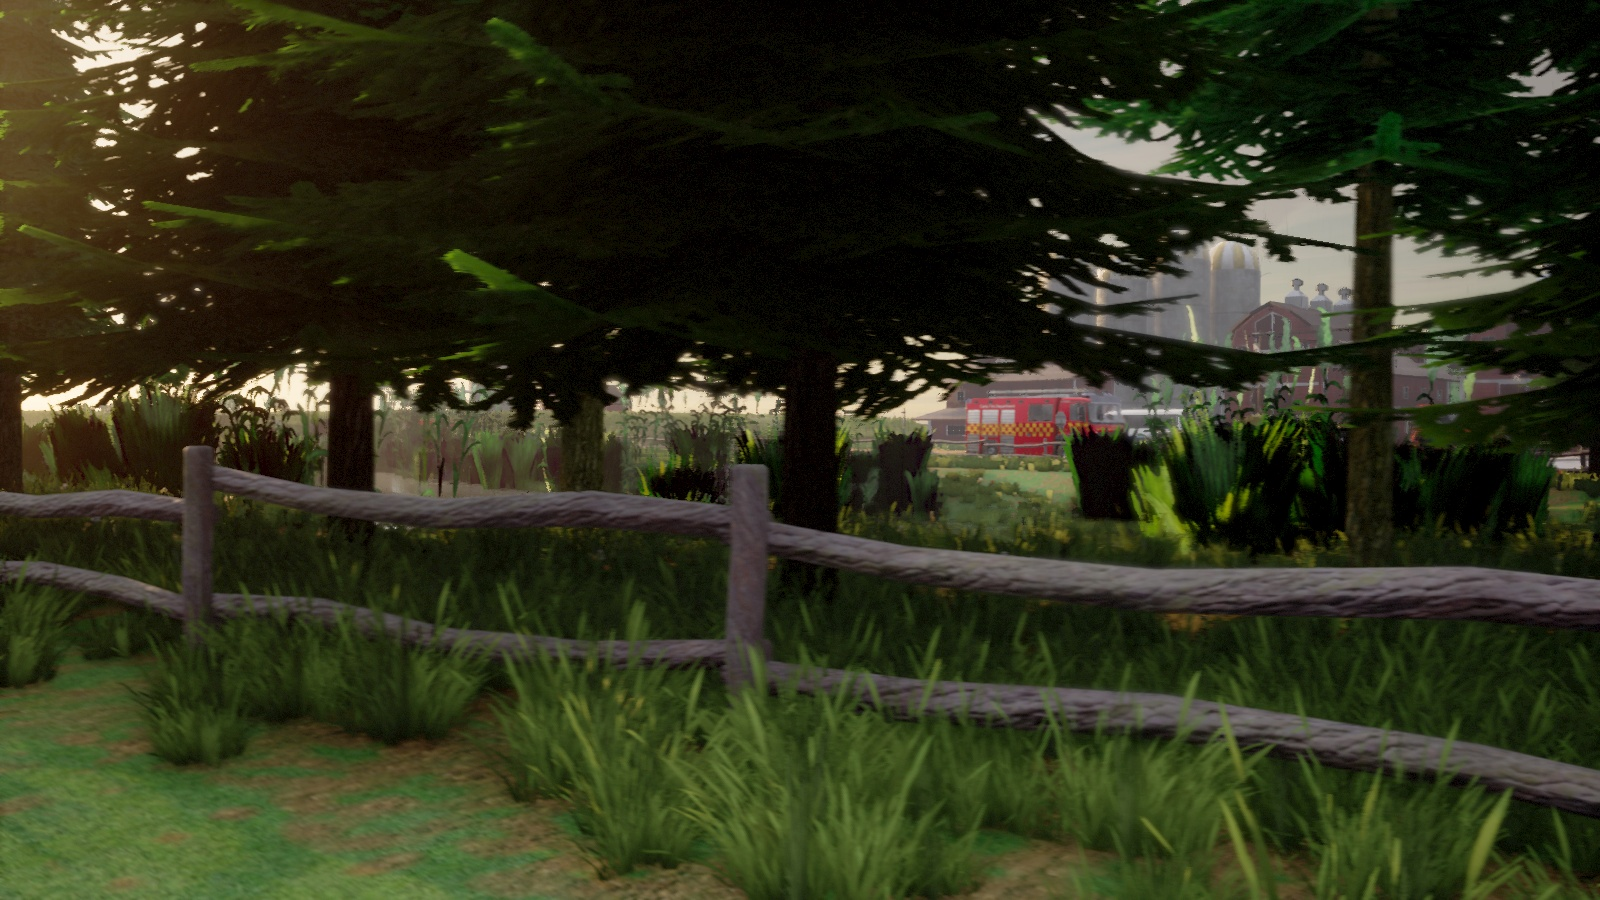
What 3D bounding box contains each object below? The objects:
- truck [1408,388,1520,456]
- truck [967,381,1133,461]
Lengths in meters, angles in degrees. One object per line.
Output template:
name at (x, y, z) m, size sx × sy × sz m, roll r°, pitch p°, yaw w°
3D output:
truck at (35.997, -1.492, 67.946) m, size 7.936 × 3.462 × 2.891 m, roll -1°, pitch 1°, yaw -43°
truck at (12.783, -1.463, 64.980) m, size 2.891 × 3.827 × 8.468 m, roll -1°, pitch 1°, yaw -40°
